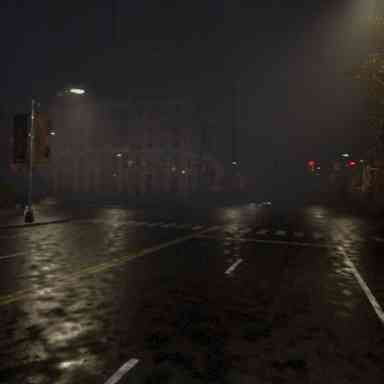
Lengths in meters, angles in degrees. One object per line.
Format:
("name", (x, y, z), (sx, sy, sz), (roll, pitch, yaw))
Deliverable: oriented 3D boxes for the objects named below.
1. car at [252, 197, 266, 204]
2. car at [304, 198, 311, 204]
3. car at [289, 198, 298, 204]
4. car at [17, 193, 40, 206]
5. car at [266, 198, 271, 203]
("car", (14.950, 1.925, 75.522), (1.882, 1.535, 5.008), (2, 0, 20))
("car", (29.389, 2.312, 84.565), (2.128, 1.511, 4.902), (2, 0, 20))
("car", (26.099, 2.218, 85.755), (2.128, 1.511, 4.902), (2, 0, 20))
("car", (-21.431, 0.875, 41.806), (5.008, 1.535, 1.882), (2, 0, 20))
("car", (20.533, 2.198, 90.947), (1.895, 1.301, 4.718), (2, 0, 20))
